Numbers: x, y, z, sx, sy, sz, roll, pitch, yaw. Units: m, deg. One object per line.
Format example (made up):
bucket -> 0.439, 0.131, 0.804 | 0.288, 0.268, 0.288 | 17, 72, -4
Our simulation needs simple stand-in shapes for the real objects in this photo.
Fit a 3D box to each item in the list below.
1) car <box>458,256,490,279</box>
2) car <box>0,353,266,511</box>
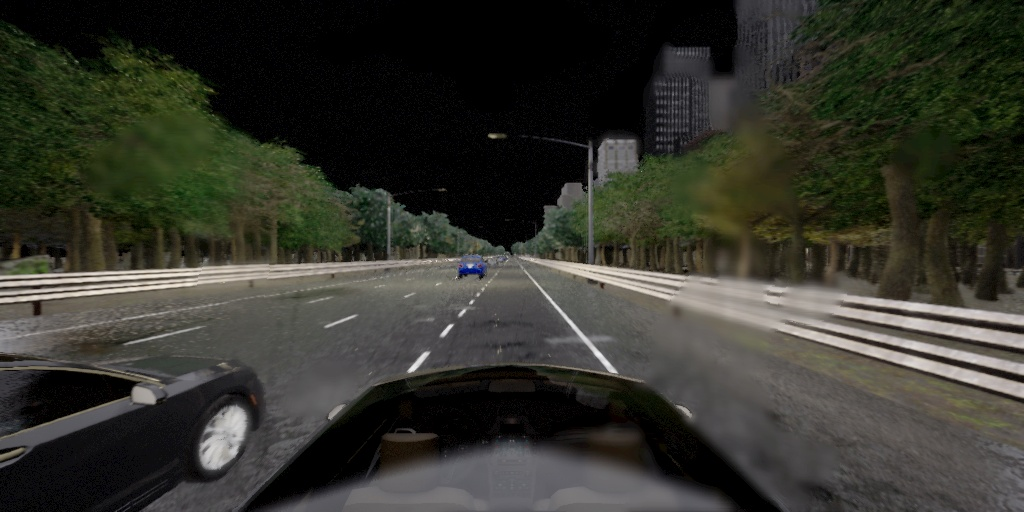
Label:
car -> -3.493, 0.987, 32.608 | 2.150, 2.045, 5.566 | 0, 0, 0
car -> -3.501, 1.258, 1.781 | 1.837, 1.490, 4.892 | 0, 0, 0
